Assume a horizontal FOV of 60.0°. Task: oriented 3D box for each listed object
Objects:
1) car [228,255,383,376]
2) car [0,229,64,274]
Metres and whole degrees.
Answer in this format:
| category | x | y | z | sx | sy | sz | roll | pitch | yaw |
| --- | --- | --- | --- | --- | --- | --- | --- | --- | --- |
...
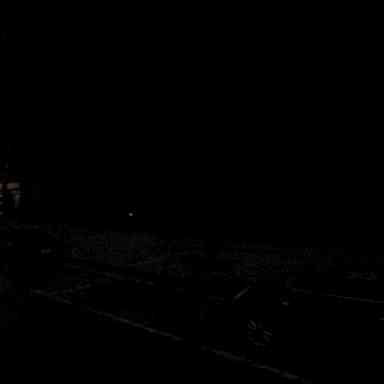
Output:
| category | x | y | z | sx | sy | sz | roll | pitch | yaw |
| --- | --- | --- | --- | --- | --- | --- | --- | --- | --- |
| car | 2.567 | 1.699 | 5.111 | 4.097 | 1.590 | 1.967 | -1 | -3 | 38 |
| car | -6.324 | 1.971 | 11.947 | 4.313 | 1.339 | 1.947 | -1 | -3 | 38 |
